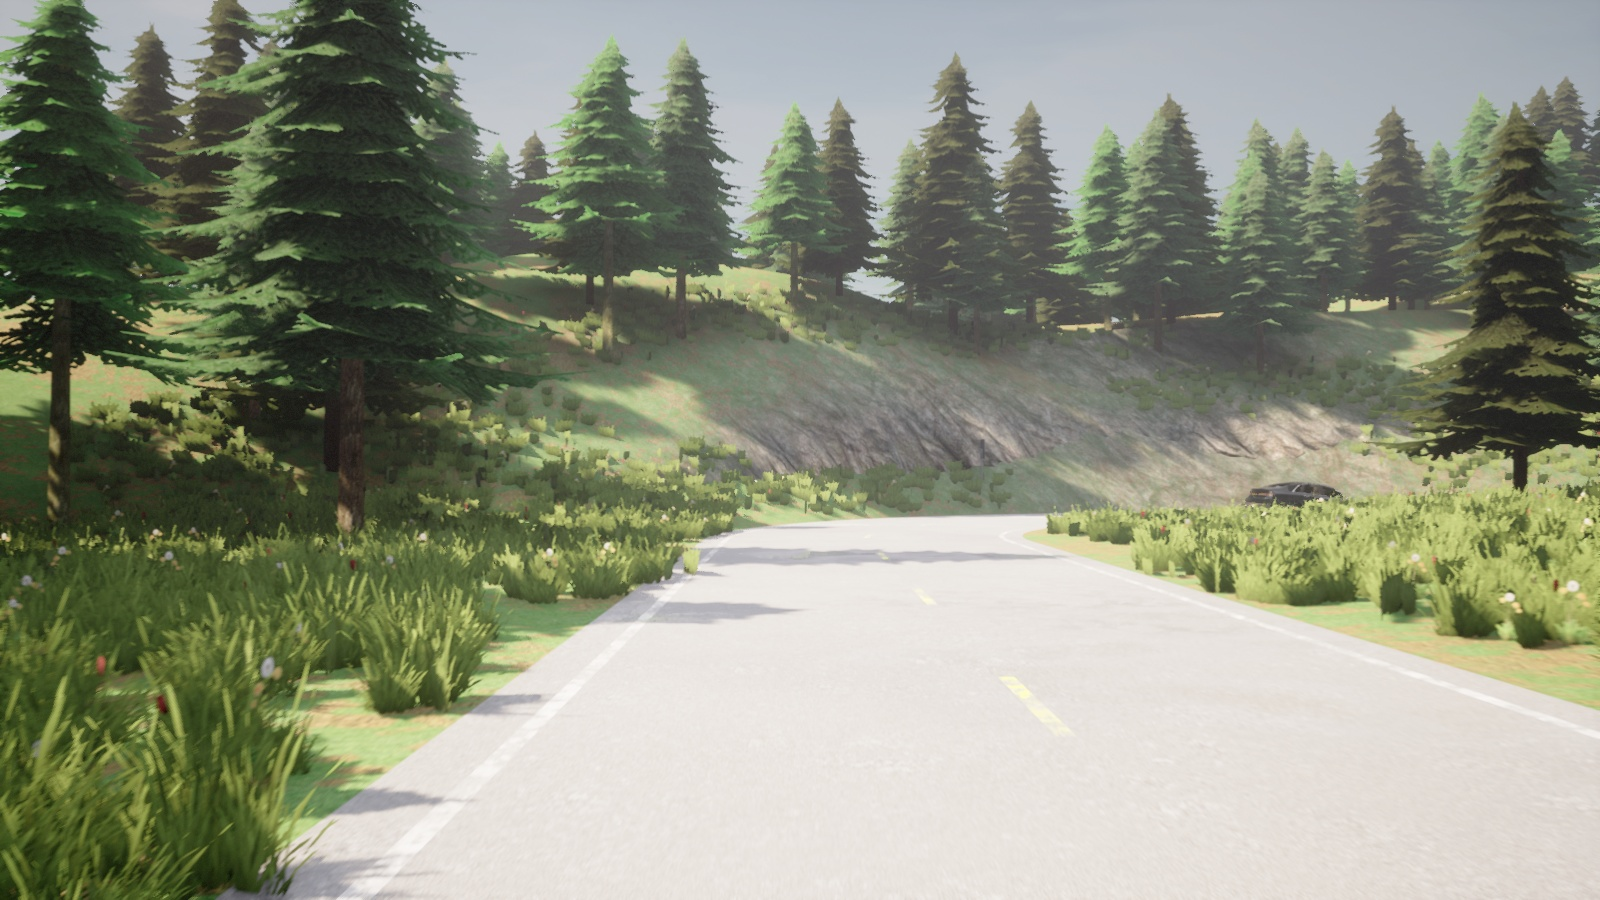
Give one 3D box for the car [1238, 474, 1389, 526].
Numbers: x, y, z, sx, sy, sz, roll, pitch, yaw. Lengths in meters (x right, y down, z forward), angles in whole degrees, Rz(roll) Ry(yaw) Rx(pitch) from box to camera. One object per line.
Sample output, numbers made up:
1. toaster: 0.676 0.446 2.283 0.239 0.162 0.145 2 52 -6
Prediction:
1. car: 18.612 1.824 45.523 4.892 1.490 1.837 5 -3 -15
